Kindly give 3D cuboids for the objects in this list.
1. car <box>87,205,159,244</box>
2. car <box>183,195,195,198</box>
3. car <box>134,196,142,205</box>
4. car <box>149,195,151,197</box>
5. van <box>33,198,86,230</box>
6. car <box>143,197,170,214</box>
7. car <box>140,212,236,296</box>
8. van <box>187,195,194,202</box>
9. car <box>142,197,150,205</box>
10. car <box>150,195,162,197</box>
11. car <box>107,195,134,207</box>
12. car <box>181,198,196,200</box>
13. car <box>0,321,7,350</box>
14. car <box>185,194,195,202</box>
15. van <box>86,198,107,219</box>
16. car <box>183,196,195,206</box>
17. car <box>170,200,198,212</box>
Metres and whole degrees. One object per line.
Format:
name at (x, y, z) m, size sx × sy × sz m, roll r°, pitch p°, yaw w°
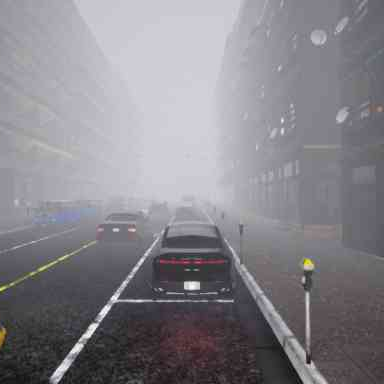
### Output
car at (-3.012, 1.559, 15.754) m, size 2.033 × 1.411 × 5.357 m, roll 0°, pitch 0°, yaw 0°
car at (-0.427, 1.490, 37.286) m, size 1.967 × 1.590 × 4.097 m, roll 1°, pitch 0°, yaw 0°
car at (-8.312, 1.379, 42.876) m, size 2.192 × 1.841 × 5.009 m, roll 1°, pitch 0°, yaw 0°
car at (-8.319, 1.660, 53.938) m, size 1.947 × 1.339 × 4.313 m, roll 1°, pitch 0°, yaw 0°
van at (-8.311, 1.359, 20.753) m, size 1.690 × 1.788 × 3.998 m, roll 2°, pitch 0°, yaw 0°
car at (-3.001, 1.530, 31.703) m, size 2.128 × 1.511 × 4.902 m, roll 0°, pitch 0°, yaw 0°
car at (0.000, 1.509, 8.653) m, size 1.837 × 1.490 × 4.892 m, roll 0°, pitch 0°, yaw 0°
van at (-0.470, 1.575, 87.068) m, size 1.690 × 1.788 × 3.998 m, roll 1°, pitch 0°, yaw 0°
car at (-5.786, 1.670, 45.029) m, size 1.895 × 1.301 × 4.718 m, roll 0°, pitch 0°, yaw 0°
car at (-8.314, 1.471, 70.528) m, size 2.192 × 1.841 × 5.009 m, roll 1°, pitch 0°, yaw 0°
car at (-8.312, 1.365, 37.346) m, size 2.192 × 1.841 × 5.009 m, roll 1°, pitch 0°, yaw 0°
car at (-0.437, 1.582, 31.754) m, size 1.887 × 1.381 × 4.507 m, roll 1°, pitch 0°, yaw 0°
car at (-3.020, 1.456, 1.580) m, size 1.801 × 1.575 × 5.366 m, roll 0°, pitch 0°, yaw 0°
car at (-0.469, 1.521, 81.536) m, size 2.192 × 1.841 × 5.009 m, roll 1°, pitch 0°, yaw 0°
van at (-8.312, 1.368, 26.285) m, size 1.690 × 1.788 × 3.998 m, roll 1°, pitch 0°, yaw 0°
car at (-0.470, 1.553, 59.411) m, size 1.967 × 1.590 × 4.097 m, roll 1°, pitch 0°, yaw 0°
car at (-0.437, 1.572, 26.224) m, size 1.887 × 1.381 × 4.507 m, roll 1°, pitch 0°, yaw 0°
